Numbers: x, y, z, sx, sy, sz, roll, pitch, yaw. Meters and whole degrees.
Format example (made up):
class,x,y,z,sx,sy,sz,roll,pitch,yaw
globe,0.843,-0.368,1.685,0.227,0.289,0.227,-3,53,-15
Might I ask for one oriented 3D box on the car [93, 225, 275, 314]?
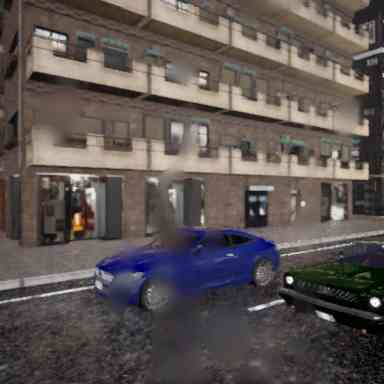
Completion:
class,x,y,z,sx,sy,sz,roll,pitch,yaw
car,0.111,1.534,7.750,4.674,1.442,1.812,0,0,-35

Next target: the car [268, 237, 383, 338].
class,x,y,z,sx,sy,sz,roll,pitch,yaw
car,3.856,1.614,6.426,4.718,1.301,1.895,0,0,-35
